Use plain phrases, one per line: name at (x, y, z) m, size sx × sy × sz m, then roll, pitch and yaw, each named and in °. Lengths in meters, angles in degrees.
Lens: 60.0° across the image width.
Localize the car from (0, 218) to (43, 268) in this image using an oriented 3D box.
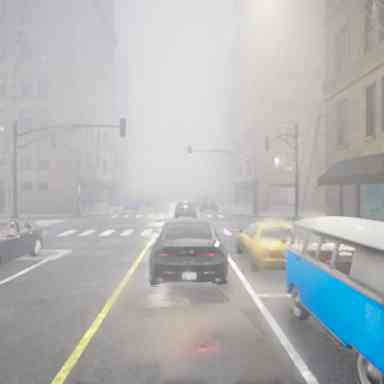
car at (-6.086, 1.535, 10.166) m, size 2.008 × 1.369 × 4.403 m, roll 0°, pitch 0°, yaw -1°

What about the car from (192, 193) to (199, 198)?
car at (1.543, 1.232, 48.737) m, size 2.192 × 1.841 × 5.009 m, roll 0°, pitch 0°, yaw -1°

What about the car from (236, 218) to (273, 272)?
car at (2.433, 1.508, 10.553) m, size 1.752 × 1.417 × 4.829 m, roll 0°, pitch 0°, yaw -1°

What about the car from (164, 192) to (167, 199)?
car at (-7.761, 1.380, 82.032) m, size 1.947 × 1.339 × 4.313 m, roll 0°, pitch 0°, yaw -1°

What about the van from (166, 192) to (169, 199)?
van at (-8.021, 1.114, 93.200) m, size 1.690 × 1.788 × 3.998 m, roll 0°, pitch 0°, yaw -1°

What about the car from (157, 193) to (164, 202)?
car at (-7.500, 1.398, 70.863) m, size 1.887 × 1.381 × 4.507 m, roll 0°, pitch 0°, yaw -1°

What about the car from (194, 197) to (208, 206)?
car at (1.413, 1.469, 54.321) m, size 1.947 × 1.339 × 4.313 m, roll 0°, pitch 0°, yaw -1°

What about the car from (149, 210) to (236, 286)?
car at (-0.112, 1.491, 9.358) m, size 1.837 × 1.490 × 4.892 m, roll 0°, pitch 0°, yaw -1°

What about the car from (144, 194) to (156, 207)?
car at (-6.980, 1.233, 48.524) m, size 2.192 × 1.841 × 5.009 m, roll 0°, pitch 0°, yaw -1°

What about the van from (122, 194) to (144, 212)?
van at (-6.720, 1.281, 37.354) m, size 1.690 × 1.788 × 3.998 m, roll 0°, pitch 0°, yaw -1°

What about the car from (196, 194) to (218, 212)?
car at (1.803, 1.379, 37.570) m, size 1.967 × 1.590 × 4.097 m, roll 0°, pitch 0°, yaw -1°

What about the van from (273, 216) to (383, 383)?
van at (2.569, 1.334, 4.715) m, size 1.690 × 1.788 × 3.998 m, roll 0°, pitch 0°, yaw -1°

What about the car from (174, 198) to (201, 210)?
car at (-0.564, 1.505, 28.977) m, size 2.033 × 1.411 × 5.357 m, roll 0°, pitch 0°, yaw -1°
